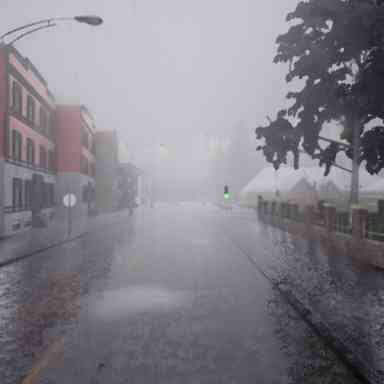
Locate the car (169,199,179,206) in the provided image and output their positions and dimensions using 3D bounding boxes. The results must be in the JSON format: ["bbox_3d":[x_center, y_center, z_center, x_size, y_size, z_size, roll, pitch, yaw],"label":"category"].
[{"bbox_3d":[-4.008,2.381,73.344,2.097,1.767,4.553,0,-1,0],"label":"car"}]
